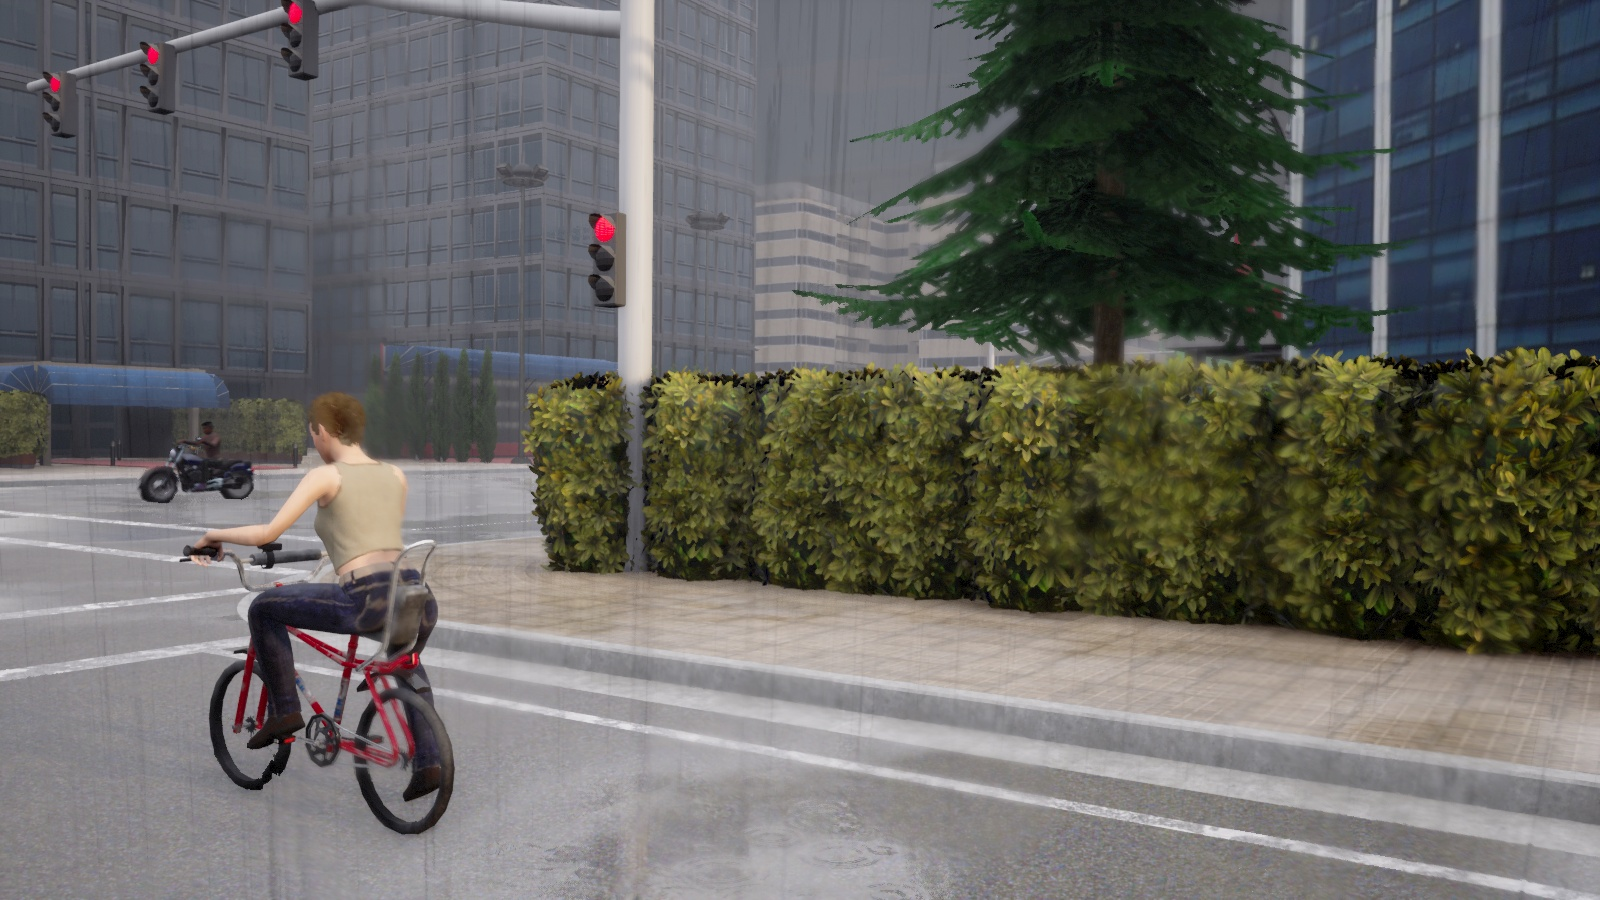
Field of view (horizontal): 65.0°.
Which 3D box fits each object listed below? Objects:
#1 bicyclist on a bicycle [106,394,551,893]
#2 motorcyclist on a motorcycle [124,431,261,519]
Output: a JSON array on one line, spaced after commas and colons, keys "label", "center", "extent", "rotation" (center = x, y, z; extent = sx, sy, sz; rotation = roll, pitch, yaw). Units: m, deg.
[{"label": "bicyclist on a bicycle", "center": [-1.824, 0.618, 4.828], "extent": [1.509, 1.612, 0.866], "rotation": [0, 1, 34]}, {"label": "motorcyclist on a motorcycle", "center": [-11.979, 0.451, 24.856], "extent": [0.766, 1.649, 2.350], "rotation": [0, 1, 33]}]
